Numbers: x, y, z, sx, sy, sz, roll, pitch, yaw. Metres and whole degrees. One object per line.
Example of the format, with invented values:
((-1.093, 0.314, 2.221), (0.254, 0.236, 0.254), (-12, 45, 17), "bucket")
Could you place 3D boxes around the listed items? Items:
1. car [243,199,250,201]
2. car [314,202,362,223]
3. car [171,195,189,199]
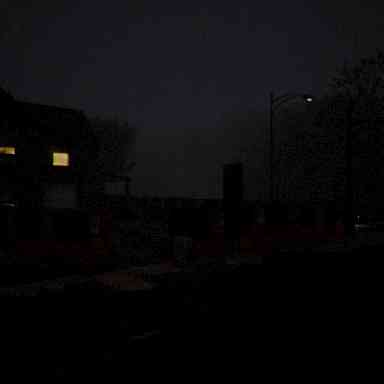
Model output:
((4.997, 1.437, 32.671), (1.812, 1.442, 4.674), (0, 0, -36), "car")
((10.335, 1.472, 25.245), (1.812, 1.442, 4.674), (0, 0, -36), "car")
((-1.161, 1.220, 41.228), (2.097, 1.767, 4.553), (0, 0, -36), "car")
